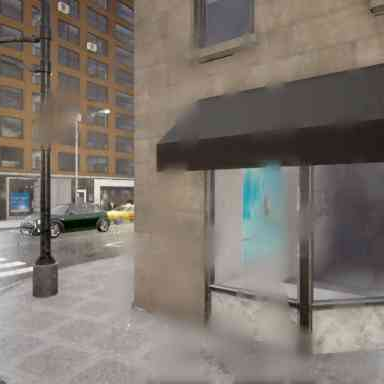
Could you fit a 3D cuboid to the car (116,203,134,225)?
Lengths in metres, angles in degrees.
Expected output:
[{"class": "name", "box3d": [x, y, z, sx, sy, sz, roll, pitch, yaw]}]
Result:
[{"class": "car", "box3d": [-4.871, 1.548, 24.673, 1.752, 1.417, 4.829, 0, 0, 36]}]

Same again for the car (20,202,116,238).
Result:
[{"class": "car", "box3d": [-6.674, 1.366, 17.848, 2.097, 1.767, 4.553, 0, 0, 36]}]
